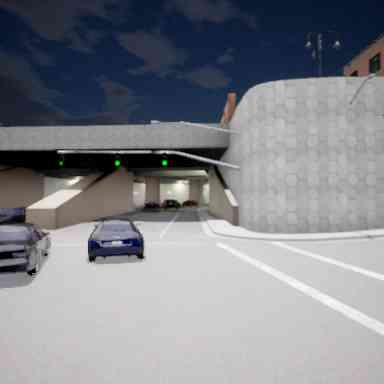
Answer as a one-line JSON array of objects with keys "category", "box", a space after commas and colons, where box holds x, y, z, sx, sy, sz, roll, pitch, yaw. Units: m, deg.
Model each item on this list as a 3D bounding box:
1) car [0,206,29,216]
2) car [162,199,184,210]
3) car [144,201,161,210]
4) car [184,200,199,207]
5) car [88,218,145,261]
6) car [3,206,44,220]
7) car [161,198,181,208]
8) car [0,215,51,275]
[{"category": "car", "box": [-14.071, 1.955, 25.816, 2.033, 1.411, 5.357, -1, -1, 0]}, {"category": "car", "box": [-3.222, 2.038, 56.904, 2.097, 1.767, 4.553, -1, -1, 7]}, {"category": "car", "box": [-6.745, 2.264, 56.701, 2.033, 1.411, 5.357, -1, -1, 7]}, {"category": "car", "box": [-0.337, 2.304, 66.625, 1.812, 1.442, 4.674, -1, -1, 29]}, {"category": "car", "box": [-2.955, 1.715, 13.174, 1.994, 1.385, 4.181, 0, -1, -12]}, {"category": "car", "box": [-17.552, 2.152, 34.963, 1.895, 1.301, 4.718, -1, -1, 0]}, {"category": "car", "box": [-4.144, 2.166, 66.688, 2.097, 1.767, 4.553, -1, -1, 26]}, {"category": "car", "box": [-5.741, 1.694, 10.652, 2.033, 1.411, 5.357, 0, -1, -18]}]
